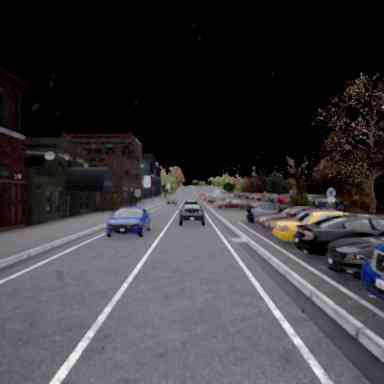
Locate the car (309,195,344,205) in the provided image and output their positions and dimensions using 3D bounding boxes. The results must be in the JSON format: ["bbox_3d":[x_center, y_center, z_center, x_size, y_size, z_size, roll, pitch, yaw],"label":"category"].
[{"bbox_3d":[18.861,1.556,45.964,4.553,1.767,2.185,0,0,0],"label":"car"}]

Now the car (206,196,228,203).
[{"bbox_3d":[5.732,1.647,76.548,4.892,1.521,2.231,0,0,0],"label":"car"}]

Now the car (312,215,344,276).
[{"bbox_3d":[6.075,1.504,8.611,5.008,1.535,2.097,0,0,0],"label":"car"}]

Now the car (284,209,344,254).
[{"bbox_3d":[6.065,1.506,11.436,5.008,1.535,2.097,0,0,0],"label":"car"}]

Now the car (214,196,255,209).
[{"bbox_3d":[5.827,1.724,46.074,4.674,1.452,2.002,1,0,0],"label":"car"}]

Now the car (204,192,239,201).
[{"bbox_3d":[5.729,1.410,65.415,5.566,2.045,2.435,0,0,0],"label":"car"}]

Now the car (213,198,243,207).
[{"bbox_3d":[5.791,1.714,54.282,4.674,1.452,2.002,0,0,0],"label":"car"}]

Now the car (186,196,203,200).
[{"bbox_3d":[-0.106,1.637,42.240,2.128,1.511,4.902,0,0,0],"label":"car"}]

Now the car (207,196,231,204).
[{"bbox_3d":[5.735,1.655,70.982,4.892,1.521,2.231,0,0,0],"label":"car"}]

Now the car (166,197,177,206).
[{"bbox_3d":[-3.605,1.687,59.995,2.033,1.411,5.357,0,0,0],"label":"car"}]

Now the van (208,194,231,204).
[{"bbox_3d":[5.632,1.432,68.198,4.442,1.987,1.878,0,0,0],"label":"van"}]

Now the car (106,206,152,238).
[{"bbox_3d":[-3.412,1.580,18.675,1.882,1.535,5.008,0,0,0],"label":"car"}]

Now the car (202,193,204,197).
[{"bbox_3d":[5.665,1.654,87.682,4.792,1.488,2.163,0,0,0],"label":"car"}]

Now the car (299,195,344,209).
[{"bbox_3d":[18.913,1.427,48.750,5.566,2.045,2.435,0,0,0],"label":"car"}]

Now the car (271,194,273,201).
[{"bbox_3d":[19.022,1.656,65.585,5.366,1.575,1.946,0,0,0],"label":"car"}]

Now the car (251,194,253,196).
[{"bbox_3d":[18.742,1.497,87.740,4.553,1.767,2.185,0,0,0],"label":"car"}]

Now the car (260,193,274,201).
[{"bbox_3d":[18.837,1.519,76.599,4.553,1.767,2.185,0,0,0],"label":"car"}]

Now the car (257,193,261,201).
[{"bbox_3d":[18.804,1.641,79.385,4.892,1.521,2.231,0,0,0],"label":"car"}]

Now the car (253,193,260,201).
[{"bbox_3d":[18.762,1.383,82.168,5.566,2.045,2.435,0,0,0],"label":"car"}]

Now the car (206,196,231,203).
[{"bbox_3d":[5.919,1.647,73.765,5.366,1.575,1.946,0,0,0],"label":"car"}]

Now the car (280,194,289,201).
[{"bbox_3d":[18.821,1.540,59.890,4.553,1.767,2.185,0,0,0],"label":"car"}]

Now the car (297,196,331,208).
[{"bbox_3d":[18.907,1.550,51.660,4.553,1.767,2.185,0,0,0],"label":"car"}]

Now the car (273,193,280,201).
[{"bbox_3d":[18.873,1.411,62.799,5.566,2.045,2.435,0,0,0],"label":"car"}]

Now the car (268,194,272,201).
[{"bbox_3d":[18.834,1.656,68.244,5.008,1.535,2.097,0,0,0],"label":"car"}]

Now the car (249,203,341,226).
[{"bbox_3d":[6.071,1.553,19.914,4.674,1.452,2.002,0,0,0],"label":"car"}]

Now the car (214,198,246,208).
[{"bbox_3d":[5.826,1.707,51.499,4.792,1.488,2.163,0,0,0],"label":"car"}]

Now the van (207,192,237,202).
[{"bbox_3d":[5.648,1.438,62.756,4.442,1.987,1.878,0,0,0],"label":"van"}]

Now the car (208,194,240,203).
[{"bbox_3d":[5.766,1.669,59.849,4.892,1.521,2.231,0,0,0],"label":"car"}]

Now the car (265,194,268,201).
[{"bbox_3d":[18.791,1.682,71.030,4.792,1.488,2.163,0,0,0],"label":"car"}]

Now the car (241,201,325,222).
[{"bbox_3d":[6.097,1.544,22.740,4.792,1.488,2.163,0,0,0],"label":"car"}]

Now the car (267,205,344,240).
[{"bbox_3d":[6.255,1.505,14.262,5.366,1.575,1.946,0,0,0],"label":"car"}]

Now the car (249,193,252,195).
[{"bbox_3d":[18.761,1.616,90.525,5.008,1.535,2.097,0,0,0],"label":"car"}]

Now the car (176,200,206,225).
[{"bbox_3d":[-0.002,1.634,25.550,1.837,1.490,4.892,0,-1,0],"label":"car"}]

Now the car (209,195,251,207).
[{"bbox_3d":[5.619,1.677,48.715,5.366,1.575,1.946,0,0,0],"label":"car"}]

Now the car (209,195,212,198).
[{"bbox_3d":[5.751,1.700,57.065,4.792,1.488,2.163,0,0,0],"label":"car"}]

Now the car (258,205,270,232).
[{"bbox_3d":[6.071,1.551,17.088,4.674,1.452,2.002,0,0,0],"label":"car"}]

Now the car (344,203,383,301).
[{"bbox_3d":[6.042,1.251,5.785,5.566,2.045,2.435,0,0,0],"label":"car"}]
